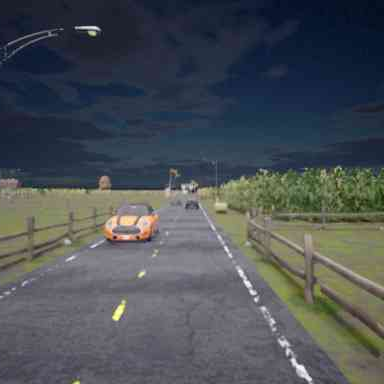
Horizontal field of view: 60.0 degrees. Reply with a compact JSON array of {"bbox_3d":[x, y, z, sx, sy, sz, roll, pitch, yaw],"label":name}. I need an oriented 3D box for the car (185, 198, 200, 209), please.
[{"bbox_3d":[0.033,1.566,47.372,1.837,1.490,4.892,0,0,1],"label":"car"}]

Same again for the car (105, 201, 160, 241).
[{"bbox_3d":[-2.850,1.379,16.632,2.097,1.767,4.553,0,0,0],"label":"car"}]

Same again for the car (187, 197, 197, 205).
[{"bbox_3d":[-0.001,1.670,61.370,1.895,1.301,4.718,0,0,0],"label":"car"}]

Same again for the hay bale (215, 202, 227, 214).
[{"bbox_3d":[3.131,1.706,36.092,1.220,1.180,1.240,1,1,0],"label":"hay bale"}]

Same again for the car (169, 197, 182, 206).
[{"bbox_3d":[-2.801,1.575,57.954,1.837,1.490,4.892,0,0,1],"label":"car"}]

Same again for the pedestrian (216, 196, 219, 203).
[{"bbox_3d":[2.824,1.344,37.185,0.375,1.860,0.375,-1,1,-5],"label":"pedestrian"}]
